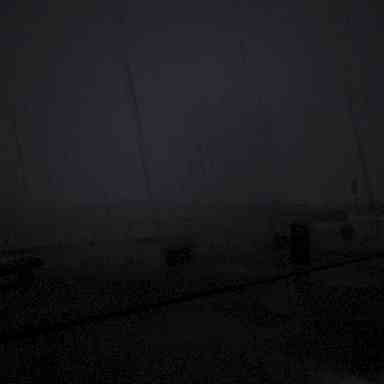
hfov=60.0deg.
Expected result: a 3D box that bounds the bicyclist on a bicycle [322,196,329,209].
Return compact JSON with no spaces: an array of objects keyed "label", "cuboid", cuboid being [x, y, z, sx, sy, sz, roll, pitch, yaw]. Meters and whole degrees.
[{"label":"bicyclist on a bicycle","cuboid":[16.603,1.349,41.360,1.656,1.620,0.582,0,0,-35]}]

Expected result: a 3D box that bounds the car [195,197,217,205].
[{"label":"car","cuboid":[2.007,1.547,54.553,2.033,1.411,5.357,0,0,-35]}]

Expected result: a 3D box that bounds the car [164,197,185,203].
[{"label":"car","cuboid":[-2.898,1.525,54.448,1.812,1.442,4.674,0,0,-35]}]

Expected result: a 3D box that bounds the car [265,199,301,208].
[{"label":"car","cuboid":[10.140,1.491,35.955,2.128,1.511,4.902,0,0,-35]}]
